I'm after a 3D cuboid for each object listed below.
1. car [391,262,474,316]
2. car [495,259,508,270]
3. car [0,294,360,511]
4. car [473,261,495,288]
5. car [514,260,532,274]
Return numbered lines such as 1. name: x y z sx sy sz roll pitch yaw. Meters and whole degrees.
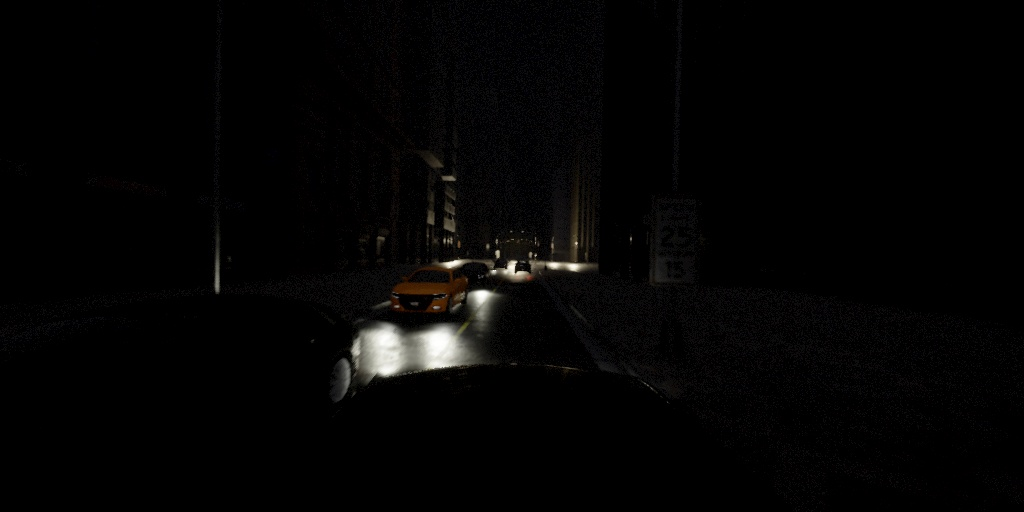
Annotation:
1. car: -2.808 1.148 13.172 1.882 1.535 5.008 1 0 2
2. car: -1.551 1.159 51.116 1.882 1.535 5.008 1 0 2
3. car: -3.114 1.178 3.210 1.837 1.490 4.892 1 0 2
4. car: -2.473 1.142 23.616 1.882 1.535 5.008 1 0 2
5. car: 1.231 1.221 40.604 2.128 1.511 4.902 1 0 2
